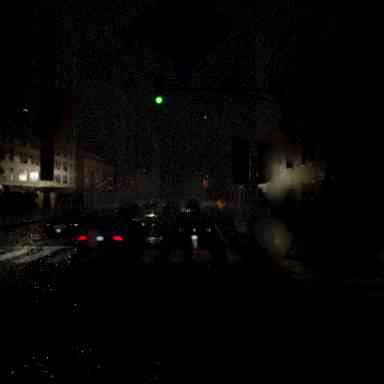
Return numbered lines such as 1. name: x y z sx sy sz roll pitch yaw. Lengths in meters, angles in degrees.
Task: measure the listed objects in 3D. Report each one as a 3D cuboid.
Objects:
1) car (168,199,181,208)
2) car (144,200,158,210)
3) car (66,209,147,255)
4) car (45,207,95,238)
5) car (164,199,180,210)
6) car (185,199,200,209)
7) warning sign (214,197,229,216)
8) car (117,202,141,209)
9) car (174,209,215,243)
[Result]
1. car: -3.183 2.052 60.244 2.128 1.511 4.902 0 -1 0
2. car: -6.458 1.976 52.665 2.128 1.511 4.902 0 -1 0
3. car: -3.135 1.665 13.861 2.033 1.411 5.357 0 0 0
4. car: -6.567 1.649 18.785 2.128 1.511 4.902 0 0 0
5. car: -3.194 2.027 50.240 1.994 1.385 4.181 0 -1 0
6. car: 0.056 1.818 50.209 2.097 1.767 4.553 0 -1 0
7. warning sign: 2.891 1.416 32.773 1.300 1.860 1.060 0 0 0
8. car: -6.553 1.786 34.638 1.882 1.535 5.008 0 -1 0
9. car: 0.120 1.751 17.102 1.895 1.301 4.718 0 -1 0
